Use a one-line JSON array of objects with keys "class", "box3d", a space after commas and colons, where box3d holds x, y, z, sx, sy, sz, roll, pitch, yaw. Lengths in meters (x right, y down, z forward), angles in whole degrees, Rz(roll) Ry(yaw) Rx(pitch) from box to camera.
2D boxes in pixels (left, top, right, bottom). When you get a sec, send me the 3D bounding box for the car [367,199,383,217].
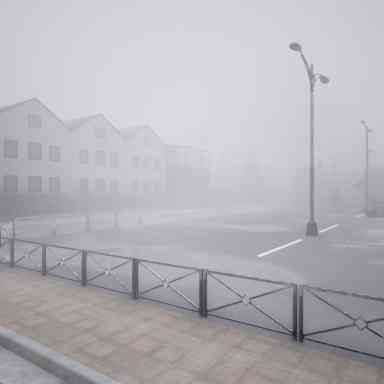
[{"class": "car", "box3d": [15.385, 1.298, 26.832, 2.007, 1.523, 4.514, 0, 0, 35]}]
